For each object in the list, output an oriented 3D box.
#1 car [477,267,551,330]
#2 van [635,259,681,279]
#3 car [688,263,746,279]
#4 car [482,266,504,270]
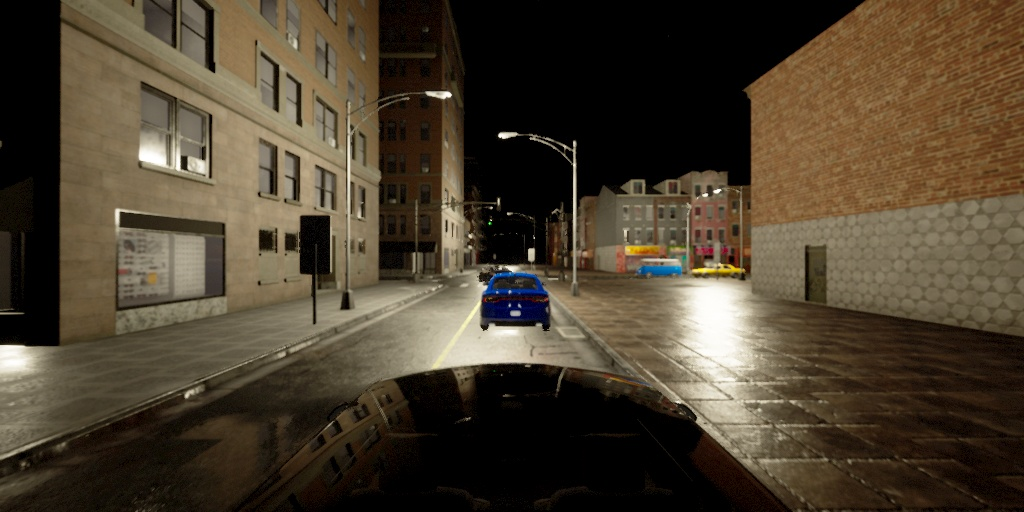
[{"bbox_3d":[0.085,1.259,11.226,1.882,1.535,5.008,0,0,0],"label":"car"},{"bbox_3d":[13.683,1.193,33.536,3.998,1.789,1.690,0,0,0],"label":"van"},{"bbox_3d":[19.125,1.373,33.537,4.829,1.417,1.751,0,0,0],"label":"car"},{"bbox_3d":[-1.253,1.401,26.971,1.994,1.385,4.181,0,0,-18],"label":"car"}]
